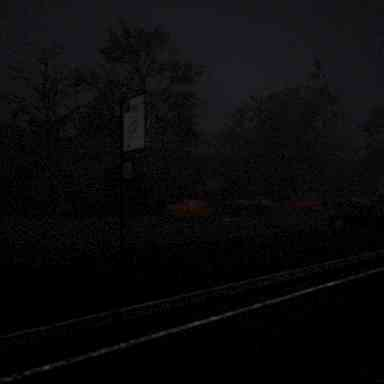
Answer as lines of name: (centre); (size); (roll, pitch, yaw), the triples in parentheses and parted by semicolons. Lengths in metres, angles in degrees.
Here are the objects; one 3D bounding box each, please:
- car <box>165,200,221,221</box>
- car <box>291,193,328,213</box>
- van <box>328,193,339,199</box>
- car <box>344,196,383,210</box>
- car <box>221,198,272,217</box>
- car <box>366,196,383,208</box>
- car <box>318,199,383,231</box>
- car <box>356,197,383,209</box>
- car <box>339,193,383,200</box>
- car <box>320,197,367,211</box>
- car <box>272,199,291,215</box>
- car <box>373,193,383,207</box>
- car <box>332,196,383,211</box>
car: (-0.314, 1.352, 26.282); (2.097, 1.535, 5.008); (0, 0, -35)
car: (11.037, 1.199, 34.346); (2.185, 1.767, 4.553); (0, 0, -36)
van: (13.214, 1.102, 36.082); (1.878, 1.987, 4.442); (0, 0, -36)
car: (22.349, 1.352, 42.465); (2.097, 1.535, 5.008); (0, 0, -36)
car: (4.214, 1.331, 29.523); (2.097, 1.535, 5.008); (0, 0, -35)
car: (26.858, 1.393, 45.735); (2.163, 1.488, 4.792); (0, 0, -36)
car: (9.529, 1.342, 17.235); (2.231, 1.521, 4.892); (0, 0, -35)
car: (24.627, 1.387, 44.066); (2.163, 1.488, 4.792); (0, 0, -36)
car: (11.789, 1.080, 18.888); (2.435, 2.045, 5.566); (0, 0, -35)
car: (17.816, 1.380, 39.225); (2.002, 1.452, 4.674); (0, 0, -36)
car: (6.485, 1.366, 31.138); (2.002, 1.452, 4.674); (0, 0, -35)
car: (29.155, 1.120, 47.309); (2.435, 2.045, 5.566); (0, 0, -36)
car: (20.187, 1.343, 40.697); (1.946, 1.575, 5.366); (0, 0, -36)
